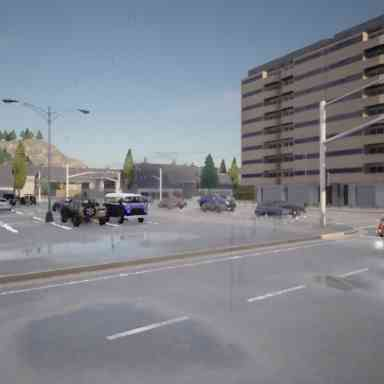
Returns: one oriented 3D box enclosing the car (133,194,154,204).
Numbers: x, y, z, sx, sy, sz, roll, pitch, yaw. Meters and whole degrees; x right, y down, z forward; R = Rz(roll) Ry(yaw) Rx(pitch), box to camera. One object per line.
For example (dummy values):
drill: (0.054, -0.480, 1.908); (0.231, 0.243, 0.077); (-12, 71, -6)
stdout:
car: (-9.306, 1.540, 66.540); (2.128, 1.511, 4.902); (0, 0, -35)

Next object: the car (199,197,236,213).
car: (2.813, 1.615, 37.066); (1.994, 1.385, 4.181); (0, 0, -35)

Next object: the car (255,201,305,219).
car: (7.678, 1.614, 30.212); (1.994, 1.385, 4.181); (0, 0, -35)

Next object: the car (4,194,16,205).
car: (-29.684, 1.210, 53.710); (1.905, 1.878, 3.866); (0, 0, -35)

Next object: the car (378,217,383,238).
car: (11.057, 1.357, 16.249); (4.553, 1.767, 2.097); (1, 0, -36)

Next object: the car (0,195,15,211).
car: (-21.826, 1.450, 37.877); (1.970, 1.475, 3.806); (0, 0, -35)

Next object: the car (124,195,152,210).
car: (-8.723, 1.651, 53.367); (1.895, 1.301, 4.718); (0, 0, -35)

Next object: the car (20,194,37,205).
car: (-27.288, 1.207, 55.333); (1.932, 1.855, 4.605); (0, 0, -35)

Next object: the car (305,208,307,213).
car: (9.072, 1.597, 34.292); (2.033, 1.411, 5.357); (0, 0, -35)

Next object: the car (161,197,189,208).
car: (-2.649, 1.555, 50.815); (1.837, 1.490, 4.892); (0, 0, -35)

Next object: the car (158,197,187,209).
car: (-2.954, 1.615, 45.184); (1.994, 1.385, 4.181); (0, 0, -35)

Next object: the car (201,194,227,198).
car: (3.184, 1.271, 42.581); (2.150, 2.045, 5.566); (0, 0, -35)
